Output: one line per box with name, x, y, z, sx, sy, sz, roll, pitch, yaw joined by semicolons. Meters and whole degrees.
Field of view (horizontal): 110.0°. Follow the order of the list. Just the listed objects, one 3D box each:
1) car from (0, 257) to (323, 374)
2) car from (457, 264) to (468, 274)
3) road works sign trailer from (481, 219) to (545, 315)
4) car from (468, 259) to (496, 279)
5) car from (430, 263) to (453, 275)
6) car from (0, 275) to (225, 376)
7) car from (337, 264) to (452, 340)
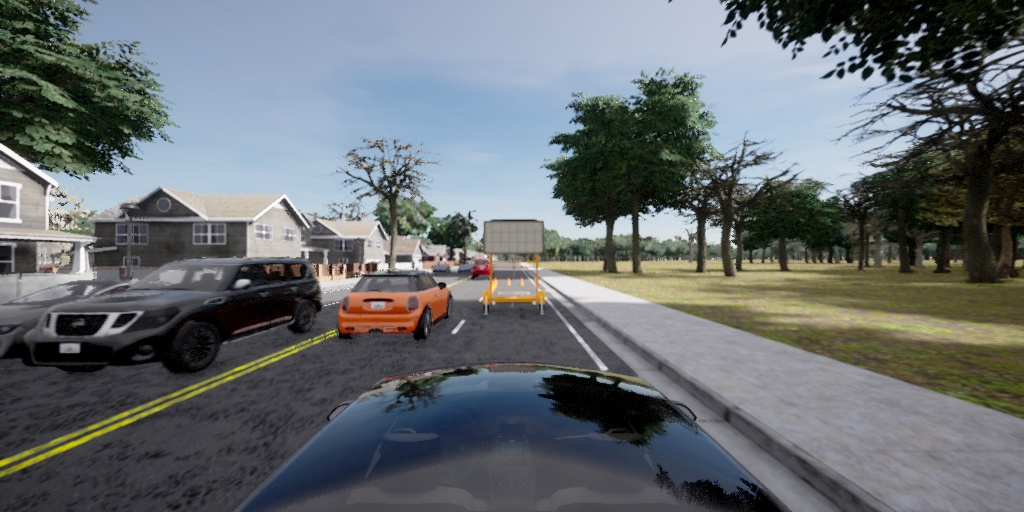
car;-6.554;1.043;8.094;2.150;2.045;5.566;0;-1;0
car;-6.326;1.762;49.315;2.033;1.411;5.357;0;-1;0
road works sign trailer;0.081;0.327;14.233;2.380;3.560;2.880;0;0;0
car;-2.942;1.322;38.096;2.150;2.045;5.566;0;0;1
car;-9.577;1.770;49.333;2.033;1.411;5.357;0;-1;0
car;-9.802;1.324;8.464;2.128;1.511;4.902;0;-1;0
car;-3.092;1.187;10.434;2.097;1.767;4.553;0;0;0
